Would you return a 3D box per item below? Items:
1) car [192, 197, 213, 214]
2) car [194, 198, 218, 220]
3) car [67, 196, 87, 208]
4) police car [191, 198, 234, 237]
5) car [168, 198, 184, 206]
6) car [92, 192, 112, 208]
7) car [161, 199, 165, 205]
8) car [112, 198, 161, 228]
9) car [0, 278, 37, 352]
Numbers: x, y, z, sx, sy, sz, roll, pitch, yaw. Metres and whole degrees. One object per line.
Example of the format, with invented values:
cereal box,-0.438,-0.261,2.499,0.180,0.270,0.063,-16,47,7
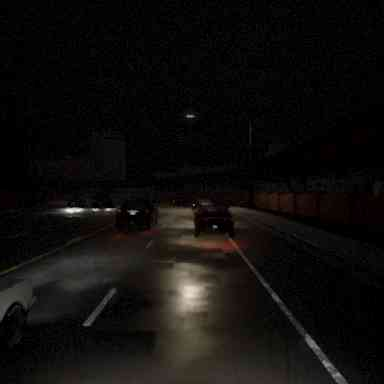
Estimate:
car,0.976,1.351,33.688,1.837,1.490,4.892,0,0,-2
car,1.046,1.324,27.655,1.801,1.575,5.366,0,0,0
car,-15.340,1.311,44.463,2.128,1.511,4.902,0,-1,-9
police car,1.047,1.342,17.571,1.930,1.638,5.238,0,0,0
car,-2.690,1.559,54.011,1.895,1.301,4.718,0,-1,-13
car,-11.658,1.042,43.537,2.150,2.045,5.566,0,-1,-8
car,-7.187,1.971,69.047,1.895,1.301,4.718,0,-2,-21
car,-3.403,1.251,21.271,2.097,1.767,4.553,0,0,0
car,-3.401,1.585,3.174,1.895,1.301,4.718,0,0,0
